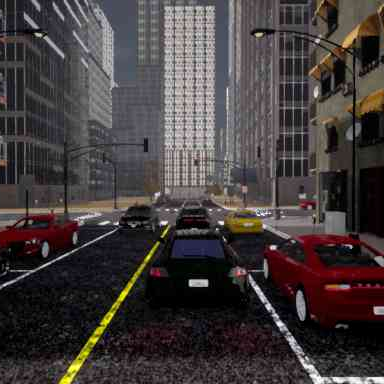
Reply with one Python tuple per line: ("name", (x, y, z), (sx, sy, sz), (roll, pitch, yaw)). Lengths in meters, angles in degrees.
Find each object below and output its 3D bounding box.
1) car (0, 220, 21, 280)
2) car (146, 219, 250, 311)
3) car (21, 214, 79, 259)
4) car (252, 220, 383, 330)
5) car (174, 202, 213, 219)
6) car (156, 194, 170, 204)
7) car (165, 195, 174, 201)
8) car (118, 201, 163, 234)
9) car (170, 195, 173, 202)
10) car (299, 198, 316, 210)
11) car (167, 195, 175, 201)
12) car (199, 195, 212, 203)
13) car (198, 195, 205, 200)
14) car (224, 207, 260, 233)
("car", (-5.696, 1.439, 6.958), (1.967, 1.590, 4.097), (-1, 0, 0))
("car", (0.107, 1.563, 7.823), (1.994, 1.385, 4.181), (0, 0, 0))
("car", (-5.692, 1.543, 12.482), (1.887, 1.381, 4.507), (-1, 0, 0))
("car", (2.686, 1.543, 6.940), (1.887, 1.381, 4.507), (-1, 0, 0))
("car", (0.087, 1.502, 17.807), (1.837, 1.490, 4.892), (0, 0, -1))
("car", (-5.663, 1.541, 61.519), (1.887, 1.381, 4.507), (-1, 0, 0))
("car", (-5.650, 1.523, 83.587), (1.752, 1.417, 4.829), (-1, 0, 0))
("car", (-2.991, 1.515, 19.465), (1.837, 1.490, 4.892), (0, 0, 0))
("car", (-5.661, 1.311, 67.079), (2.192, 1.841, 5.009), (-1, 0, 0))
("car", (14.273, 1.255, 37.104), (4.507, 1.381, 1.887), (-1, 1, 0))
("car", (-5.646, 1.542, 89.316), (1.887, 1.381, 4.507), (-1, 0, 0))
("car", (2.716, 1.436, 61.513), (1.967, 1.590, 4.097), (-1, 0, 0))
("car", (2.738, 1.580, 94.870), (1.802, 1.307, 4.206), (-1, 0, 0))
("car", (2.692, 1.523, 18.156), (1.752, 1.417, 4.829), (-1, 0, 0))
